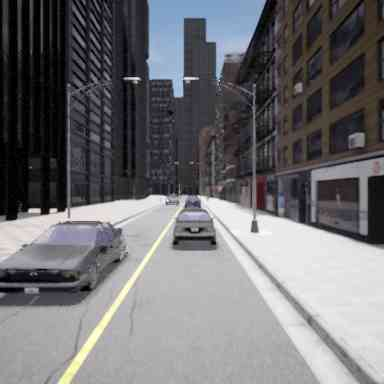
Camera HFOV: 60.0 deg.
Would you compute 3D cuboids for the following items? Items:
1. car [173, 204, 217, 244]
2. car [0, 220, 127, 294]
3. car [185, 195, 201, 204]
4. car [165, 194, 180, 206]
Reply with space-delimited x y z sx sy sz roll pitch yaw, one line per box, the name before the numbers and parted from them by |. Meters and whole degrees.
car | 0.106 1.489 15.294 2.033 1.411 5.357 0 0 0
car | -3.098 1.512 9.092 2.033 1.411 5.357 0 0 0
car | 0.115 1.196 44.678 2.097 1.767 4.553 0 0 0
car | -2.984 1.100 51.571 2.097 1.767 4.553 0 0 0
